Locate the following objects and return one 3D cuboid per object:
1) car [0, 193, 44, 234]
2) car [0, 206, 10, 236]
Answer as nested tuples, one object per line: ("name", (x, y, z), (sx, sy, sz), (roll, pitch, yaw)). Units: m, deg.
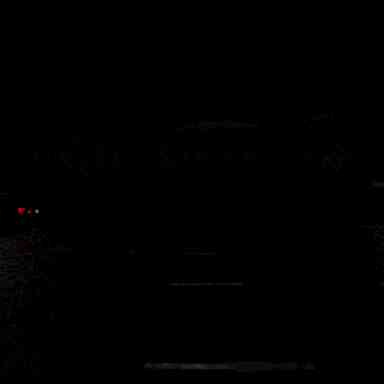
("car", (-10.425, 1.077, 16.730), (5.566, 2.045, 2.150), (0, 1, 1))
("car", (-10.601, 1.456, 13.238), (5.357, 1.411, 2.033), (-1, 1, 1))
